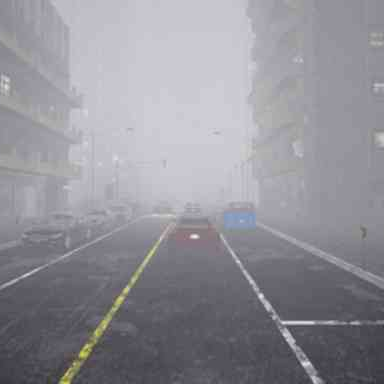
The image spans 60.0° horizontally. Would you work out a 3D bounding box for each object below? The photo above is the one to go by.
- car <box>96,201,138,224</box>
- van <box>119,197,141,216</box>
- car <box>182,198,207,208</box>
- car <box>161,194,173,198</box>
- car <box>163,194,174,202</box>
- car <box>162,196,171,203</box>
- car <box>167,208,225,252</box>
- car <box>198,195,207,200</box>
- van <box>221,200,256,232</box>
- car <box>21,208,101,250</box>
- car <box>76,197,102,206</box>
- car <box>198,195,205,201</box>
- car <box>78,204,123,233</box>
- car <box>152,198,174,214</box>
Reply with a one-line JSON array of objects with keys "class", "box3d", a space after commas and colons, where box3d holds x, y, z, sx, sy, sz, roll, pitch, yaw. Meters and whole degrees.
[{"class": "car", "box3d": [-5.648, 1.601, 25.410, 1.947, 1.339, 4.313, 1, 0, 0]}, {"class": "van", "box3d": [-5.814, 1.384, 30.951, 1.690, 1.788, 3.998, 1, 0, 0]}, {"class": "car", "box3d": [0.095, 1.589, 30.188, 2.033, 1.411, 5.357, 0, 0, 0]}, {"class": "car", "box3d": [-5.683, 1.534, 69.017, 1.967, 1.590, 4.097, 1, 0, 0]}, {"class": "car", "box3d": [-5.682, 1.424, 80.168, 2.192, 1.841, 5.009, 1, 0, 0]}, {"class": "car", "box3d": [-5.687, 1.683, 74.592, 1.802, 1.307, 4.206, 1, 0, 0]}, {"class": "car", "box3d": [0.097, 1.583, 14.015, 1.994, 1.385, 4.181, 0, 0, 0]}, {"class": "car", "box3d": [2.692, 1.690, 80.230, 1.802, 1.307, 4.206, 1, 0, 0]}, {"class": "van", "box3d": [2.705, 1.369, 19.924, 1.690, 1.788, 3.998, 1, 0, 0]}, {"class": "car", "box3d": [-5.646, 1.571, 14.329, 2.008, 1.369, 4.403, 1, 0, 0]}, {"class": "car", "box3d": [-16.499, 1.571, 53.596, 4.097, 1.590, 1.967, 0, -1, 0]}, {"class": "car", "box3d": [2.693, 1.649, 91.556, 1.752, 1.417, 4.829, 1, 0, 0]}, {"class": "car", "box3d": [-5.647, 1.610, 19.870, 1.802, 1.307, 4.206, 1, 0, 0]}, {"class": "car", "box3d": [-3.022, 1.613, 35.490, 1.994, 1.385, 4.181, 0, 0, 0]}]
